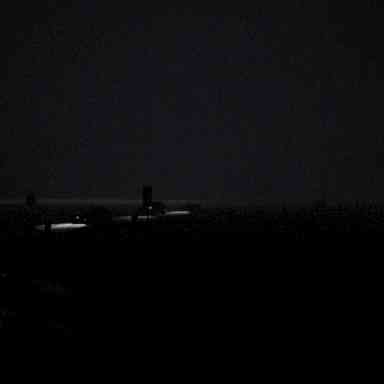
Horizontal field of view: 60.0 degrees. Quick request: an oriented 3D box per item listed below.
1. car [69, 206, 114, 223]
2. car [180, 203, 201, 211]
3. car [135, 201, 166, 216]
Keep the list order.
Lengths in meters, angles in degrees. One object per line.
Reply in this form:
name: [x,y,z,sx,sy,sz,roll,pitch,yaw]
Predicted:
car: [-8.502,1.882,28.419,1.994,1.385,4.181,-1,-1,19]
car: [-0.167,2.289,51.443,1.895,1.301,4.718,-1,-1,22]
car: [-4.828,1.835,39.002,2.097,1.767,4.553,-1,-1,20]
